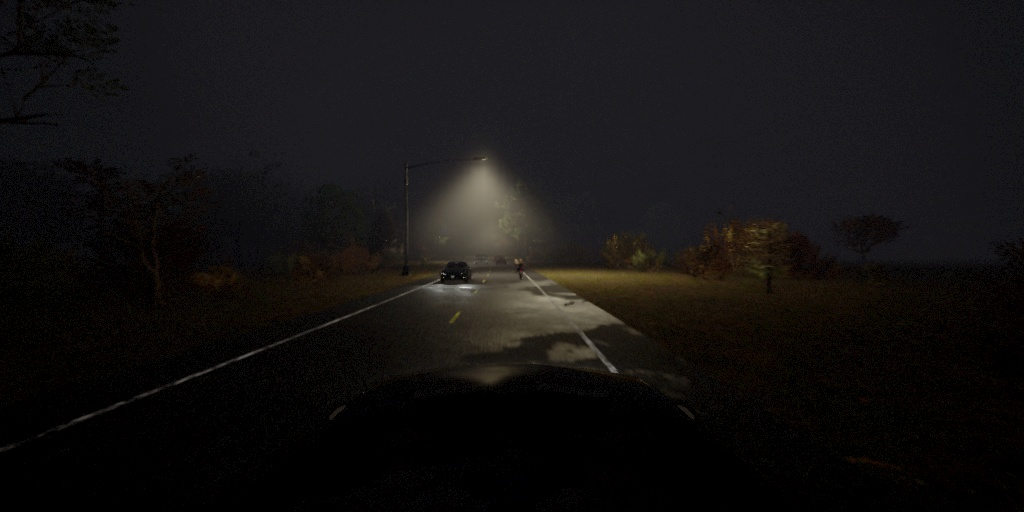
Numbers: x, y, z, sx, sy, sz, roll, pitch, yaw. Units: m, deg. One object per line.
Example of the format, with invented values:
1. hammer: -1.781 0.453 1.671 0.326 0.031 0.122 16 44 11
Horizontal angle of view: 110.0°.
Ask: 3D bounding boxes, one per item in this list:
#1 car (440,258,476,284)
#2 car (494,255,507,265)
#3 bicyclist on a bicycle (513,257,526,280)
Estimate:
1. car: -3.871 1.094 25.496 1.837 1.490 4.892 0 0 -1
2. car: -1.967 0.797 65.171 1.812 1.442 4.674 0 0 -3
3. bicyclist on a bicycle: 0.657 1.002 26.955 0.866 1.612 1.509 0 0 -2
